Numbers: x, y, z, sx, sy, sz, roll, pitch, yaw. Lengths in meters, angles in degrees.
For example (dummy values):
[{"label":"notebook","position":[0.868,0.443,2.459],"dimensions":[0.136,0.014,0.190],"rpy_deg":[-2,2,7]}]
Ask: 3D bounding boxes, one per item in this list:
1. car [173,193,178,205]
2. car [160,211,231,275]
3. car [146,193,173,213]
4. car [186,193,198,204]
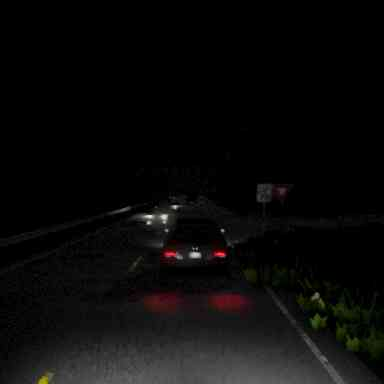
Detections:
[{"label":"car","position":[-3.549,1.143,55.755],"dimensions":[2.150,2.045,5.566],"rpy_deg":[0,0,1]},{"label":"car","position":[0.083,1.532,10.306],"dimensions":[2.033,1.411,5.357],"rpy_deg":[0,0,0]},{"label":"car","position":[-3.594,1.169,35.928],"dimensions":[2.150,2.045,5.566],"rpy_deg":[0,0,0]},{"label":"car","position":[-0.001,1.132,61.899],"dimensions":[2.150,2.045,5.566],"rpy_deg":[0,0,0]}]
